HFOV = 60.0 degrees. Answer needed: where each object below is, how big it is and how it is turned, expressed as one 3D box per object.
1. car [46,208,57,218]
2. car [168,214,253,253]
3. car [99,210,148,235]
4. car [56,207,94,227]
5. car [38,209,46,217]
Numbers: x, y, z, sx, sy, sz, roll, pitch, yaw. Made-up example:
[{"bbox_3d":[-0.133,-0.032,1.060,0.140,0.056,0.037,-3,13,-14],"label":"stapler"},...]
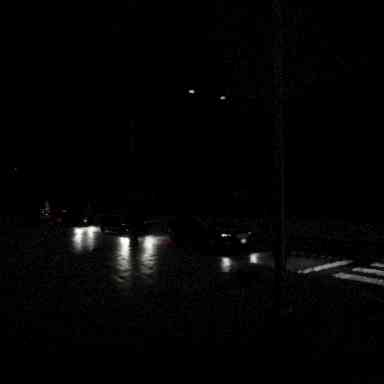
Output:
[{"bbox_3d":[-19.031,2.955,47.904,2.128,1.511,4.902,-1,-1,-36],"label":"car"},{"bbox_3d":[0.685,1.772,15.393,2.128,1.511,4.902,-1,-1,-35],"label":"car"},{"bbox_3d":[-4.854,2.037,23.102,1.882,1.535,5.008,-1,-1,-36],"label":"car"},{"bbox_3d":[-10.885,2.377,31.529,2.128,1.511,4.902,-1,-1,-35],"label":"car"},{"bbox_3d":[-25.086,3.469,56.319,1.895,1.301,4.718,-1,-2,-35],"label":"car"}]
